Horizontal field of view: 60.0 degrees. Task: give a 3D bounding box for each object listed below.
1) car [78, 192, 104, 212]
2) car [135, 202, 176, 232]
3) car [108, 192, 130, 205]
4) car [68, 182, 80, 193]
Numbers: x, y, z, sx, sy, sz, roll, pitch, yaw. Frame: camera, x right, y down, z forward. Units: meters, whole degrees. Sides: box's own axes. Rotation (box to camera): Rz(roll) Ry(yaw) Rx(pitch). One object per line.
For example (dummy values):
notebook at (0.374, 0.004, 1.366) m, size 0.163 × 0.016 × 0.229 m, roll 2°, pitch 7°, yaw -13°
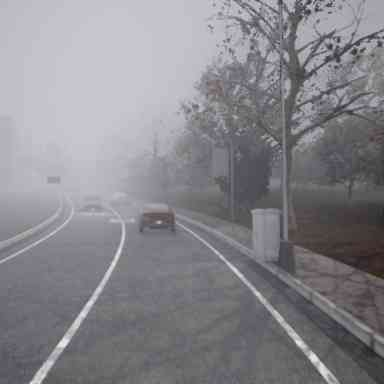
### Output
car at (-9.241, 0.985, 30.677) m, size 2.033 × 1.411 × 5.357 m, roll 1°, pitch 2°, yaw -19°
car at (-2.147, 1.311, 18.955) m, size 1.882 × 1.535 × 5.008 m, roll 1°, pitch 1°, yaw -12°
car at (-8.503, 0.754, 39.091) m, size 1.812 × 1.442 × 4.674 m, roll 1°, pitch 2°, yaw -21°
car at (-24.965, -0.965, 70.105) m, size 2.150 × 2.045 × 5.566 m, roll 1°, pitch 2°, yaw -22°
